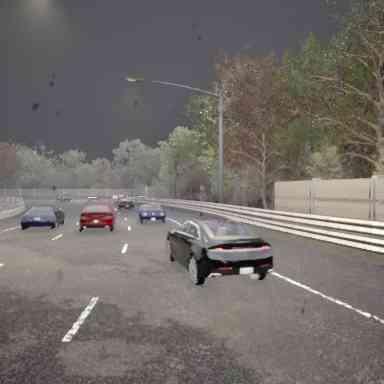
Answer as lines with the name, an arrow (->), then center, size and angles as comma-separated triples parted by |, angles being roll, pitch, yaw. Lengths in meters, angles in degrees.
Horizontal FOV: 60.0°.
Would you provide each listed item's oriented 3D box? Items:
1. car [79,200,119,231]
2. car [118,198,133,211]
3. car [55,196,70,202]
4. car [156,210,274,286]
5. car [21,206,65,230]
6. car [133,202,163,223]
car -> -5.763, 1.479, 20.717 | 1.882, 1.535, 5.008 | 0, 0, -11
car -> -8.586, 1.480, 41.870 | 1.882, 1.535, 5.008 | 0, 0, -21
car -> -29.353, 1.600, 75.094 | 1.895, 1.301, 4.718 | 0, 0, -43
car -> 0.519, 1.491, 9.556 | 2.128, 1.511, 4.902 | 0, 0, -16
car -> -9.508, 1.565, 21.500 | 1.994, 1.385, 4.181 | 0, 0, -12
car -> -3.252, 1.602, 25.629 | 1.895, 1.301, 4.718 | 0, 0, -13
